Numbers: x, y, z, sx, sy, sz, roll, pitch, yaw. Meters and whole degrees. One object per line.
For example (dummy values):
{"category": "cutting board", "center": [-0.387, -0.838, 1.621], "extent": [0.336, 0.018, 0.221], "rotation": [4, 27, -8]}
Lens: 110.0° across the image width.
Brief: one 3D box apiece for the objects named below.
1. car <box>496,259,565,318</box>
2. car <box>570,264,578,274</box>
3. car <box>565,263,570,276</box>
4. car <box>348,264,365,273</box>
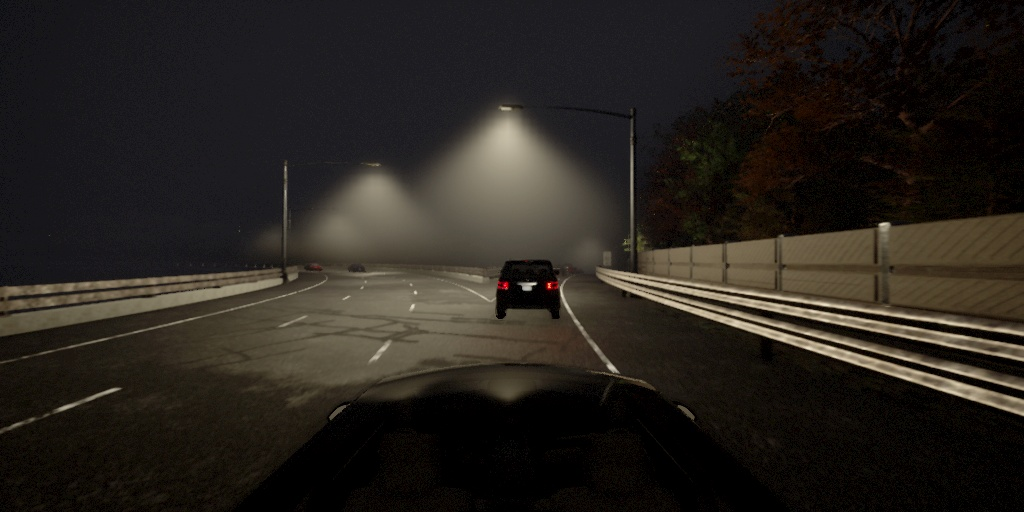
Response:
{"category": "car", "center": [0.667, 1.122, 13.869], "extent": [2.150, 2.045, 5.566], "rotation": [0, -1, 4]}
{"category": "car", "center": [9.162, 2.012, 58.552], "extent": [2.097, 1.767, 4.553], "rotation": [0, -2, 14]}
{"category": "car", "center": [6.023, 1.810, 46.061], "extent": [1.837, 1.490, 4.892], "rotation": [0, -1, 14]}
{"category": "car", "center": [-24.110, 1.891, 55.642], "extent": [1.812, 1.442, 4.674], "rotation": [1, -1, -35]}
